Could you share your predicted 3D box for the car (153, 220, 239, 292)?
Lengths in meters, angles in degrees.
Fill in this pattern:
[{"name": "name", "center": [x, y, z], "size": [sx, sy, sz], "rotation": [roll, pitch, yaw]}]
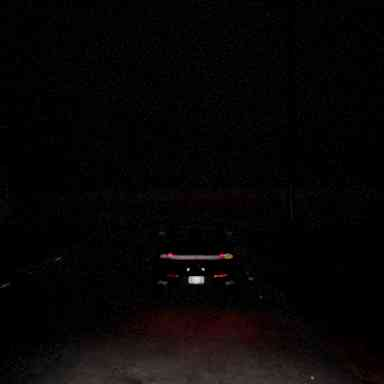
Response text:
[{"name": "car", "center": [0.099, 1.495, 8.895], "size": [2.128, 1.511, 4.902], "rotation": [0, 0, 0]}]
